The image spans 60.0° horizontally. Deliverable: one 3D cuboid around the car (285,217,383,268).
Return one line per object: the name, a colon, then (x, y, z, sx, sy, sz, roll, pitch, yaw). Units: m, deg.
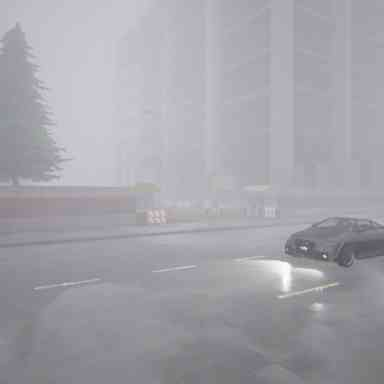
car: (5.168, 1.564, 11.355, 4.181, 1.385, 1.994, 0, 0, -32)
